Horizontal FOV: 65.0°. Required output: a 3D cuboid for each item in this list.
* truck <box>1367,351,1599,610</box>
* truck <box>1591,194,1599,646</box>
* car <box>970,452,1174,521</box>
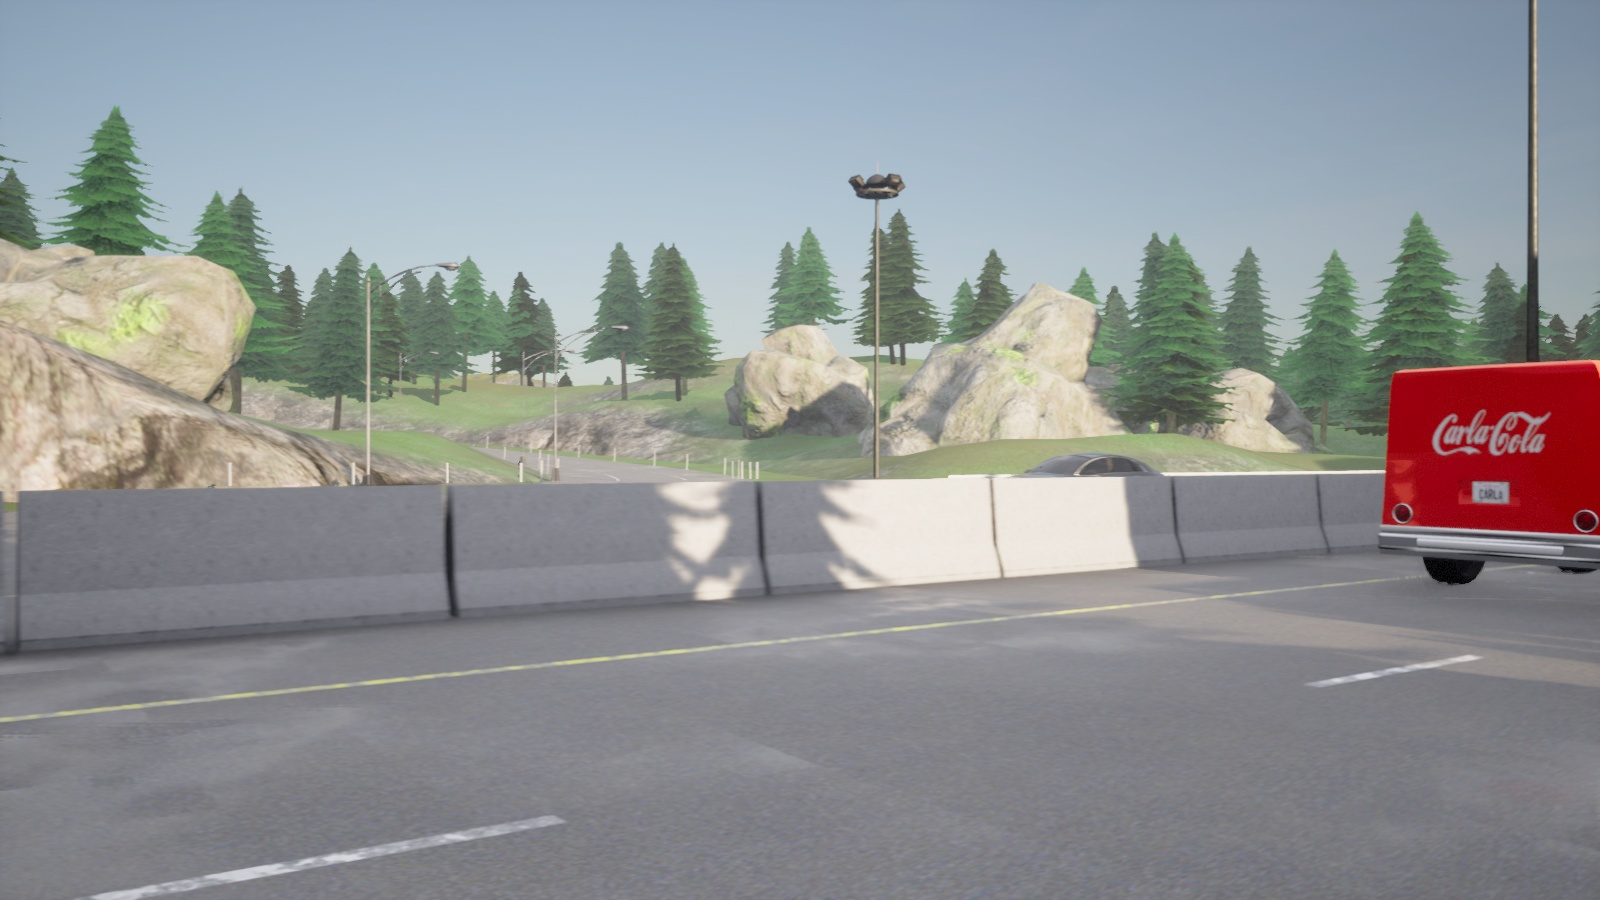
[{"bbox_3d":[9.166,0.279,14.304,5.204,2.467,2.627,-1,0,-35],"label":"truck"},{"bbox_3d":[10.178,-0.232,10.747,7.936,3.462,2.891,0,0,-35],"label":"truck"},{"bbox_3d":[6.445,0.808,29.466,4.892,1.490,1.837,0,0,-35],"label":"car"}]
